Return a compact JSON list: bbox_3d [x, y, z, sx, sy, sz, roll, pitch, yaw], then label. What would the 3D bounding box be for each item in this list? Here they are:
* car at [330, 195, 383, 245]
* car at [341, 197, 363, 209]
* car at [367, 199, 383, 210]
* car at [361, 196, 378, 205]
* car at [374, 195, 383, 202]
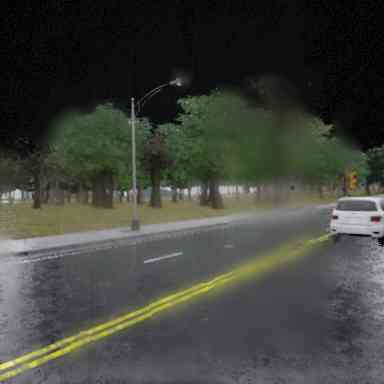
[{"bbox_3d":[8.310,1.259,16.003,2.150,2.045,5.566,0,0,36],"label":"car"},{"bbox_3d":[22.875,1.562,47.512,1.882,1.535,5.008,0,0,36],"label":"car"},{"bbox_3d":[25.062,1.677,44.995,1.895,1.301,4.718,0,0,36],"label":"car"},{"bbox_3d":[32.282,1.555,60.361,2.033,1.411,5.357,0,0,36],"label":"car"},{"bbox_3d":[41.184,1.397,72.651,1.812,1.442,4.674,0,0,36],"label":"car"}]
